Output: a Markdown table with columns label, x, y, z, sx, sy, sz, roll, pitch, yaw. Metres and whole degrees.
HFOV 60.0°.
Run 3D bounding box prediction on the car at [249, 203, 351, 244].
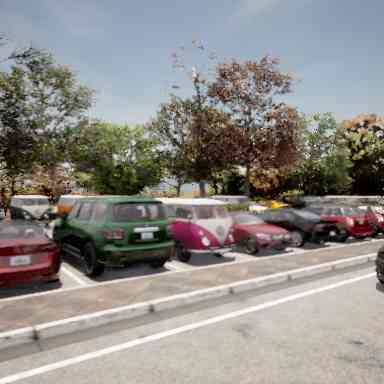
| label | x | y | z | sx | sy | sz | roll | pitch | yaw |
| --- | --- | --- | --- | --- | --- | --- | --- | --- | --- |
| car | 4.145 | 1.495 | 15.177 | 2.097 | 1.535 | 5.008 | 1 | 0 | -35 |

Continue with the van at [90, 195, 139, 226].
| label | x | y | z | sx | sy | sz | roll | pitch | yaw |
| --- | --- | --- | --- | --- | --- | --- | --- | --- | --- |
| van | -5.761 | 1.246 | 24.330 | 1.878 | 1.987 | 4.442 | 1 | 0 | -35 |

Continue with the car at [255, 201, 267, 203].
| label | x | y | z | sx | sy | sz | roll | pitch | yaw |
| --- | --- | --- | --- | --- | --- | --- | --- | --- | --- |
| car | 5.587 | 1.629 | 32.269 | 2.002 | 1.452 | 4.674 | 1 | 0 | -35 |

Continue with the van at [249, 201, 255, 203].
| label | x | y | z | sx | sy | sz | roll | pitch | yaw |
| --- | --- | --- | --- | --- | --- | --- | --- | --- | --- |
| van | 3.266 | 1.340 | 30.757 | 1.878 | 1.987 | 4.442 | 1 | 0 | -35 |

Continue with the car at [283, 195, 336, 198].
| label | x | y | z | sx | sy | sz | roll | pitch | yaw |
| --- | --- | --- | --- | --- | --- | --- | --- | --- | --- |
| car | 12.479 | 1.409 | 37.138 | 2.435 | 2.045 | 5.566 | 1 | 0 | -35 |

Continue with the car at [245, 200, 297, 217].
| label | x | y | z | sx | sy | sz | roll | pitch | yaw |
| --- | --- | --- | --- | --- | --- | --- | --- | --- | --- |
| car | 7.950 | 1.613 | 33.942 | 2.097 | 1.535 | 5.008 | 1 | 0 | -35 |

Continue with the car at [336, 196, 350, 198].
| label | x | y | z | sx | sy | sz | roll | pitch | yaw |
| --- | --- | --- | --- | --- | --- | --- | --- | --- | --- |
| car | 14.736 | 1.433 | 38.745 | 2.435 | 2.045 | 5.566 | 1 | 0 | -35 |

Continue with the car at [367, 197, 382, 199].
| label | x | y | z | sx | sy | sz | roll | pitch | yaw |
| --- | --- | --- | --- | --- | --- | --- | --- | --- | --- |
| car | 21.484 | 1.754 | 43.590 | 2.097 | 1.535 | 5.008 | 1 | 0 | -35 |

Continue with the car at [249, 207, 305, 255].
| label | x | y | z | sx | sy | sz | roll | pitch | yaw |
| --- | --- | --- | --- | --- | --- | --- | --- | --- | --- |
| car | 1.879 | 1.512 | 13.573 | 2.002 | 1.452 | 4.674 | 1 | 0 | -35 |

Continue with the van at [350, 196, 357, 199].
| label | x | y | z | sx | sy | sz | roll | pitch | yaw |
| --- | --- | --- | --- | --- | --- | --- | --- | --- | --- |
| van | 17.043 | 1.482 | 40.279 | 1.878 | 1.987 | 4.442 | 1 | 0 | -35 |

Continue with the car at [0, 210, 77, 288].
| label | x | y | z | sx | sy | sz | roll | pitch | yaw |
| --- | --- | --- | --- | --- | --- | --- | --- | --- | --- |
| car | -4.900 | 1.460 | 8.780 | 2.163 | 1.488 | 4.792 | 0 | 0 | -35 |

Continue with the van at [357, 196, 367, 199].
| label | x | y | z | sx | sy | sz | roll | pitch | yaw |
| --- | --- | --- | --- | --- | --- | --- | --- | --- | --- |
| van | 19.165 | 1.505 | 42.075 | 1.878 | 1.987 | 4.442 | 1 | 0 | -35 |

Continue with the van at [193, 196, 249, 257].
| label | x | y | z | sx | sy | sz | roll | pitch | yaw |
| --- | --- | --- | --- | --- | --- | --- | --- | --- | --- |
| van | -0.311 | 1.222 | 11.867 | 1.878 | 1.987 | 4.442 | 1 | 0 | -35 |

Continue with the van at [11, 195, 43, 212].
| label | x | y | z | sx | sy | sz | roll | pitch | yaw |
| --- | --- | --- | --- | --- | --- | --- | --- | --- | --- |
| van | -10.145 | 1.199 | 20.923 | 1.878 | 1.987 | 4.442 | 0 | 0 | -35 |

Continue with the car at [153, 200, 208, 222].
| label | x | y | z | sx | sy | sz | roll | pitch | yaw |
| --- | --- | --- | --- | --- | --- | --- | --- | --- | --- |
| car | -1.076 | 1.519 | 27.515 | 2.097 | 1.535 | 5.008 | 1 | 0 | -35 |

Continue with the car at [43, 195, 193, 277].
| label | x | y | z | sx | sy | sz | roll | pitch | yaw |
| --- | --- | --- | --- | --- | --- | --- | --- | --- | --- |
| car | -2.657 | 1.173 | 10.375 | 2.435 | 2.045 | 5.566 | 1 | 0 | -35 |

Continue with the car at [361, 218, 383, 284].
| label | x | y | z | sx | sy | sz | roll | pitch | yaw |
| --- | --- | --- | --- | --- | --- | --- | --- | --- | --- |
| car | 6.534 | 1.488 | 8.350 | 5.008 | 1.535 | 1.882 | 0 | 0 | -36 |

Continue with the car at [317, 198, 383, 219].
| label | x | y | z | sx | sy | sz | roll | pitch | yaw |
| --- | --- | --- | --- | --- | --- | --- | --- | --- | --- |
| car | 8.684 | 1.417 | 18.377 | 2.185 | 1.767 | 4.553 | 1 | 0 | -35 |

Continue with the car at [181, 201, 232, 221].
| label | x | y | z | sx | sy | sz | roll | pitch | yaw |
| --- | --- | --- | --- | --- | --- | --- | --- | --- | --- |
| car | 1.179 | 1.583 | 29.125 | 2.002 | 1.452 | 4.674 | 1 | 0 | -35 |

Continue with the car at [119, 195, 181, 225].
| label | x | y | z | sx | sy | sz | roll | pitch | yaw |
| --- | --- | --- | --- | --- | --- | --- | --- | --- | --- |
| car | -3.419 | 1.244 | 25.819 | 2.435 | 2.045 | 5.566 | 1 | 0 | -35 |

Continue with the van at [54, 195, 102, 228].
| label | x | y | z | sx | sy | sz | roll | pitch | yaw |
| --- | --- | --- | --- | --- | --- | --- | --- | --- | --- |
| van | -7.915 | 1.223 | 22.796 | 1.878 | 1.987 | 4.442 | 1 | 0 | -35 |

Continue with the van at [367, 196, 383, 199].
| label | x | y | z | sx | sy | sz | roll | pitch | yaw |
| --- | --- | --- | --- | --- | --- | --- | --- | --- | --- |
| van | 23.821 | 1.555 | 45.115 | 1.878 | 1.987 | 4.442 | 1 | 0 | -36 |

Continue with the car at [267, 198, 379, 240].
| label | x | y | z | sx | sy | sz | roll | pitch | yaw |
| --- | --- | --- | --- | --- | --- | --- | --- | --- | --- |
| car | 6.423 | 1.393 | 16.767 | 2.185 | 1.767 | 4.553 | 1 | 0 | -35 |
